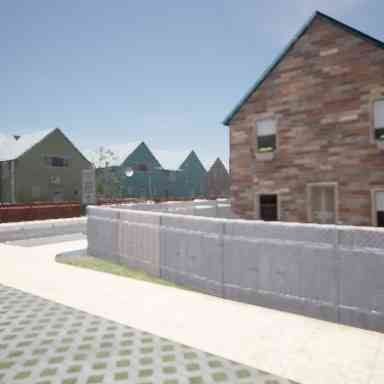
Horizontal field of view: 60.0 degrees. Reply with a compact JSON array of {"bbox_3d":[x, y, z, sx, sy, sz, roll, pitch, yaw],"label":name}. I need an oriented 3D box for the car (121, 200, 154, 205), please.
[{"bbox_3d":[-3.142,1.356,21.636,1.837,1.490,4.892,-2,-1,36],"label":"car"}]

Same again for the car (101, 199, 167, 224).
[{"bbox_3d":[-4.219,1.381,25.153,1.882,1.535,5.008,-2,-1,36],"label":"car"}]
